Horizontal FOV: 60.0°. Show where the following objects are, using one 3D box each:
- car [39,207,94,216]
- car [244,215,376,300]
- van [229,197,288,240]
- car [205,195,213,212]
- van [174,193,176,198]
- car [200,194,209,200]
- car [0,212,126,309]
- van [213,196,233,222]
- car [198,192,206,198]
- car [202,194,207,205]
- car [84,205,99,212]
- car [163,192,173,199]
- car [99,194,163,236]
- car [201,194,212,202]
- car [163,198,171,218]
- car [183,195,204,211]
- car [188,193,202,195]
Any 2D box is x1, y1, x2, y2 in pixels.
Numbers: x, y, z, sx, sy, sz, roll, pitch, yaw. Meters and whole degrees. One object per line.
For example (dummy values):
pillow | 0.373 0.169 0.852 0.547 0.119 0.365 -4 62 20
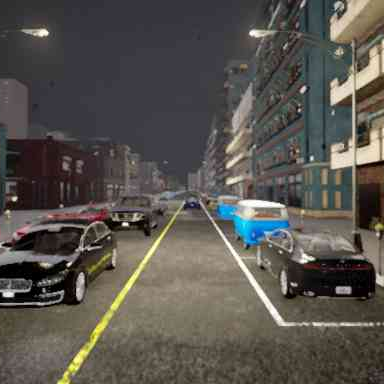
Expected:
car | -5.670 1.511 13.664 1.802 1.307 4.206 1 0 0
car | 2.707 1.508 8.114 2.008 1.369 4.403 1 0 0
van | 2.714 1.269 13.692 1.690 1.788 3.998 1 0 0
car | 2.728 1.332 36.186 1.752 1.417 4.829 1 0 0
van | -5.613 0.836 86.204 1.690 1.788 3.998 1 0 0
car | 2.756 1.118 75.082 2.008 1.369 4.403 1 0 0
car | -3.088 1.463 8.025 1.837 1.490 4.892 0 0 0
van | 2.722 1.210 24.855 1.690 1.788 3.998 1 0 0
car | 2.770 0.897 91.822 1.967 1.590 4.097 1 0 0
car | 2.735 1.308 47.178 1.947 1.339 4.313 1 0 0
car | -5.665 1.444 19.244 1.887 1.381 4.507 1 0 0
car | -5.629 1.170 69.465 1.947 1.339 4.313 1 0 0
car | -3.076 1.127 18.102 2.150 2.045 5.566 0 0 0
car | 2.748 1.183 63.920 1.887 1.381 4.507 1 0 0
car | -3.066 1.451 28.392 1.895 1.301 4.718 0 0 0
car | 0.027 1.360 37.982 1.994 1.385 4.181 0 0 0
car | 0.036 1.086 48.353 2.097 1.767 4.553 0 0 0
